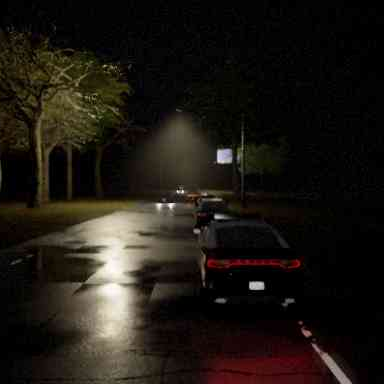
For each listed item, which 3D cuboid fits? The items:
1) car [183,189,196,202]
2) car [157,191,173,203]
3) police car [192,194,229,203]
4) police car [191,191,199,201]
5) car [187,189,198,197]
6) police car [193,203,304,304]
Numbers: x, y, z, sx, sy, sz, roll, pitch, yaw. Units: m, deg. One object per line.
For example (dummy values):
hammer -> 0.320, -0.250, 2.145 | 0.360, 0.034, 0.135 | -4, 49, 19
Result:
car -> 0.147, 0.618, 46.020 | 2.128, 1.511, 4.902 | 0, 1, 1
car -> -3.486, 0.671, 44.232 | 1.837, 1.490, 4.892 | 0, 1, 0
police car -> 1.093, 1.123, 18.036 | 1.930, 1.638, 5.238 | 0, 1, 0
police car -> 1.107, 1.018, 24.033 | 1.930, 1.638, 5.238 | 0, 1, 0
car -> 0.158, 0.184, 65.565 | 2.033, 1.411, 5.357 | 0, 2, 0
police car -> 1.069, 1.289, 8.037 | 1.930, 1.638, 5.238 | 0, 1, 0
